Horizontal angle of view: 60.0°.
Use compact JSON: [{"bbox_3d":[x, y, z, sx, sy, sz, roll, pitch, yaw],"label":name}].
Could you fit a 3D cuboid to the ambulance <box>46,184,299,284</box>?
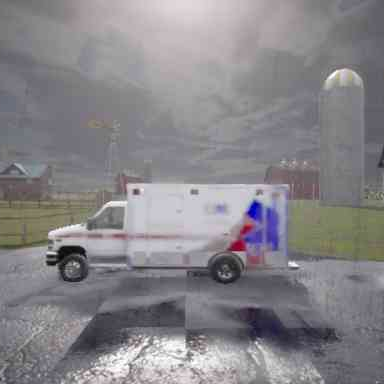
[{"bbox_3d":[-0.550,1.022,9.144,6.366,2.431,2.351,0,0,0],"label":"ambulance"}]
